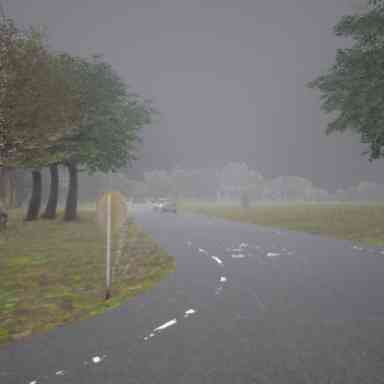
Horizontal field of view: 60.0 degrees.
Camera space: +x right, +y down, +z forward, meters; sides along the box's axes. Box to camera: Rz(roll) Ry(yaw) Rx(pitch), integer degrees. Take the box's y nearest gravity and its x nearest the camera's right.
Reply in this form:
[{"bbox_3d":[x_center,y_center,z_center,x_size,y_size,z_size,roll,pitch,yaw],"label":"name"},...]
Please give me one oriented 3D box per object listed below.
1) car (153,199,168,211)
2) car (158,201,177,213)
[{"bbox_3d":[-5.480,2.296,59.044,2.150,2.045,5.566,1,-1,-14],"label":"car"},{"bbox_3d":[-3.569,2.529,51.530,1.994,1.385,4.181,1,-1,-13],"label":"car"}]
